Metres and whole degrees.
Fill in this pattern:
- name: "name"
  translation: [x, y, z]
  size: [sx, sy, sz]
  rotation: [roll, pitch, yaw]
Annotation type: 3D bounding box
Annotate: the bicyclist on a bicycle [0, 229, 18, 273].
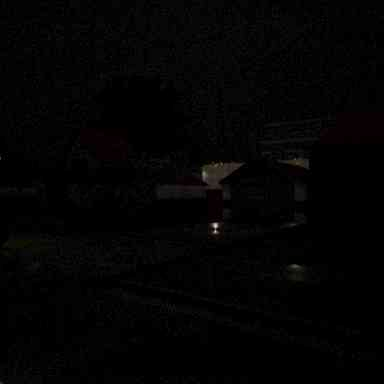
- name: "bicyclist on a bicycle"
  translation: [-5.348, 1.391, 8.652]
  size: [0.582, 1.620, 1.656]
  rotation: [0, -1, 36]
